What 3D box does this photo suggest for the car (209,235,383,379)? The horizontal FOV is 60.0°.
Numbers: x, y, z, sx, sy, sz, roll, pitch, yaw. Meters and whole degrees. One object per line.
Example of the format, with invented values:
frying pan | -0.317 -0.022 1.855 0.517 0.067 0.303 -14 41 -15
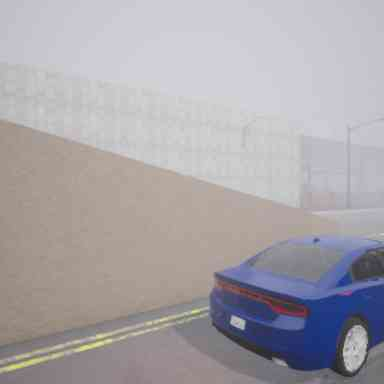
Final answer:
car | 2.588 1.472 5.596 5.008 1.535 1.882 0 0 -36
